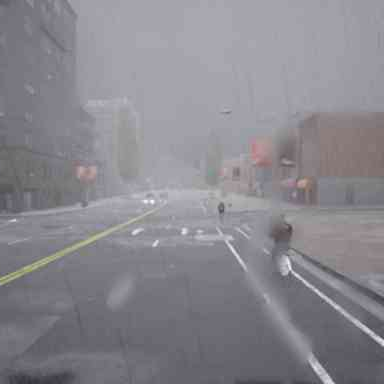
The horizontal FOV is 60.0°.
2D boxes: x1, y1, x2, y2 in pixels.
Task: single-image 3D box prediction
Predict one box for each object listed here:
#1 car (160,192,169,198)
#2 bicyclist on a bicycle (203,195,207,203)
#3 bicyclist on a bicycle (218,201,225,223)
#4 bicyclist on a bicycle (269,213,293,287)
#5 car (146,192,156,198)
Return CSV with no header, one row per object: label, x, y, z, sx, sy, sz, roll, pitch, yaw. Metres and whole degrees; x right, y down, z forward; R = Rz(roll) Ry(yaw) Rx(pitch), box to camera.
car,-6.516,0.687,78.596,2.033,1.411,5.357,0,1,0
bicyclist on a bicycle,2.241,1.328,57.723,0.866,1.612,1.509,0,1,0
bicyclist on a bicycle,2.243,1.548,25.163,0.582,1.620,1.656,0,0,0
bicyclist on a bicycle,2.248,1.410,8.545,0.659,1.776,1.843,0,0,0
car,-9.766,0.743,78.566,1.895,1.301,4.718,0,1,0
